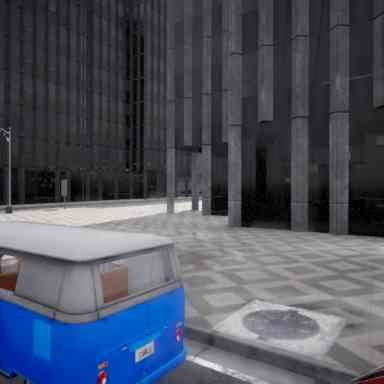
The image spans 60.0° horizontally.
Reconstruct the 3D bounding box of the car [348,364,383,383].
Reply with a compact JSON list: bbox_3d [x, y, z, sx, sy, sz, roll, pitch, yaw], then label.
[{"bbox_3d":[2.529,1.440,1.162,4.097,1.590,1.967,0,0,35],"label":"car"}]

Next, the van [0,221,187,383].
[{"bbox_3d":[-1.971,1.341,4.367,3.998,1.788,1.690,0,0,35],"label":"van"}]
